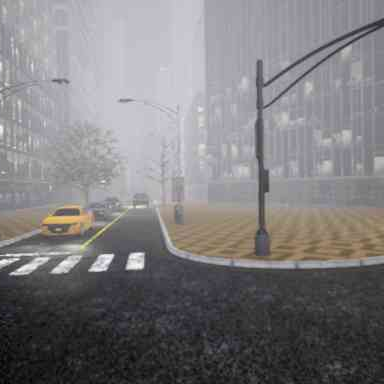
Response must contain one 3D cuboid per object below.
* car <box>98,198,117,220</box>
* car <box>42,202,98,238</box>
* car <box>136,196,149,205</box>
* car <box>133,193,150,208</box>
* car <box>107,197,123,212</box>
[{"bbox_3d":[-7.946,1.570,28.251,2.033,1.411,5.357,-1,0,-7],"label":"car"},{"bbox_3d":[-6.728,1.524,18.443,1.882,1.535,5.008,-1,0,-7],"label":"car"},{"bbox_3d":[-8.471,1.451,57.606,2.033,1.411,5.357,-1,0,-7],"label":"car"},{"bbox_3d":[-7.198,1.142,47.297,2.150,2.045,5.566,-1,0,-7],"label":"car"},{"bbox_3d":[-9.205,1.352,38.437,2.097,1.767,4.553,-1,0,-7],"label":"car"}]
